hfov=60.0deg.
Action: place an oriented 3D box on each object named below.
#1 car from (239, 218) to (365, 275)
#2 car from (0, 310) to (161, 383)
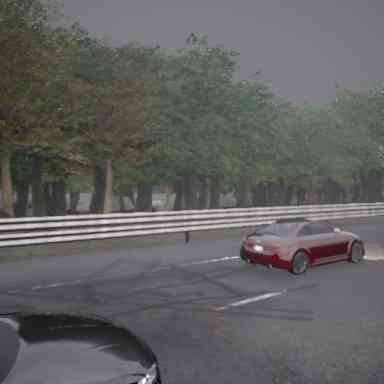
[{"bbox_3d":[3.497,1.523,10.354,4.181,1.385,1.994,0,0,-34],"label":"car"},{"bbox_3d":[-2.474,1.492,1.945,4.902,1.511,2.128,0,0,-36],"label":"car"}]
